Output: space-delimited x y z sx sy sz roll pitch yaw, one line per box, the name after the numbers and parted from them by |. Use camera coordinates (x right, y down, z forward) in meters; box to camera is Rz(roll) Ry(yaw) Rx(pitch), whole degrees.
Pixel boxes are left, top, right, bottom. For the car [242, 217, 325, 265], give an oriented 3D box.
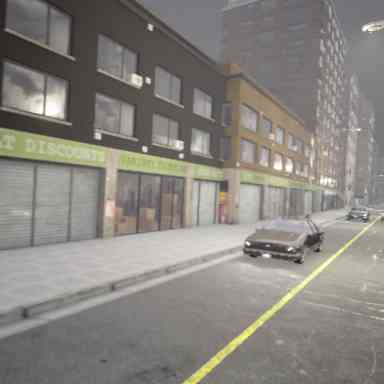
3.768 1.682 12.749 2.033 1.411 5.357 3 0 32 | car

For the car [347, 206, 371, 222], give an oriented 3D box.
17.305 2.225 34.484 1.837 1.490 4.892 3 0 32 | car

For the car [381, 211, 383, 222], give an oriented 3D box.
21.187 2.507 35.266 1.895 1.301 4.718 3 0 32 | car
